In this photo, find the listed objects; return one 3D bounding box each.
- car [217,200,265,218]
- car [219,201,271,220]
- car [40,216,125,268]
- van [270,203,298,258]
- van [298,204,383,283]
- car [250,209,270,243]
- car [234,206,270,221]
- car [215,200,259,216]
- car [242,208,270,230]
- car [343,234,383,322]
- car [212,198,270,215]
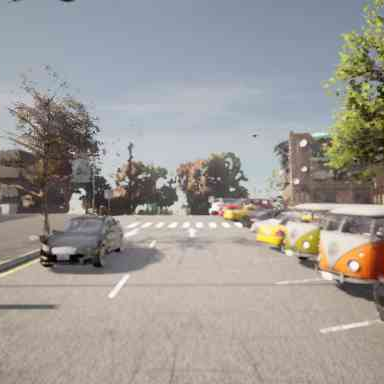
[{"bbox_3d":[5.239,1.807,35.593,4.553,1.767,2.185,1,-1,-21],"label":"car"},{"bbox_3d":[5.493,1.857,29.593,5.366,1.575,1.946,1,-1,-20],"label":"car"},{"bbox_3d":[-3.708,1.644,11.992,2.128,1.511,4.902,0,-1,0],"label":"car"},{"bbox_3d":[5.191,1.403,11.357,4.442,1.987,1.878,1,0,-19],"label":"van"},{"bbox_3d":[5.177,1.365,8.328,4.442,1.987,1.878,1,0,-20],"label":"van"},{"bbox_3d":[5.488,1.668,14.484,5.366,1.575,1.946,1,-1,-20],"label":"car"},{"bbox_3d":[5.330,1.784,20.473,4.674,1.452,2.002,1,-1,-20],"label":"car"},{"bbox_3d":[5.253,1.883,38.617,4.553,1.767,2.185,2,-3,-21],"label":"car"},{"bbox_3d":[5.332,1.746,17.444,4.674,1.452,2.002,1,-1,-20],"label":"car"},{"bbox_3d":[5.258,1.556,5.348,4.892,1.521,2.231,1,-1,-20],"label":"car"},{"bbox_3d":[5.278,1.643,32.544,5.566,2.045,2.435,1,-1,-21],"label":"car"}]
